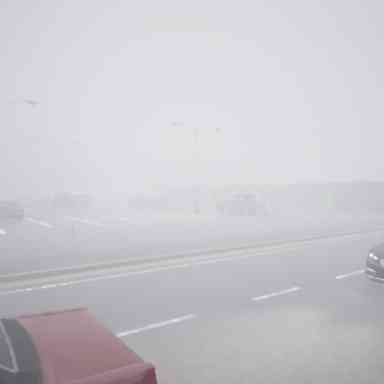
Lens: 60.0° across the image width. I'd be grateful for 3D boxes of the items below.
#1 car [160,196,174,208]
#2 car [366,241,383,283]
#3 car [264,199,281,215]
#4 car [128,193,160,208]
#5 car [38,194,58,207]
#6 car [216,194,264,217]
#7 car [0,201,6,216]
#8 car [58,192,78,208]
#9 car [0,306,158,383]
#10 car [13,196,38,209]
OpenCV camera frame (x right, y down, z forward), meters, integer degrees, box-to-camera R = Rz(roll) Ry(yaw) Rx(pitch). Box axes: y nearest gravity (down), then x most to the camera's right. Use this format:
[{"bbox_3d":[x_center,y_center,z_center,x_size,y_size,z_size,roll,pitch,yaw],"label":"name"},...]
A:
[{"bbox_3d":[-4.139,1.310,44.753,1.784,1.438,3.905,0,0,-37],"label":"car"},{"bbox_3d":[6.309,1.479,8.411,4.902,1.511,2.128,0,0,-35],"label":"car"},{"bbox_3d":[6.267,1.356,30.723,1.970,1.475,3.806,0,0,-37],"label":"car"},{"bbox_3d":[-6.505,1.103,43.081,1.932,1.855,4.605,0,0,-37],"label":"car"},{"bbox_3d":[-22.054,1.309,50.250,1.784,1.438,3.905,0,0,-37],"label":"car"},{"bbox_3d":[3.933,1.119,29.010,1.905,1.878,3.866,0,0,-37],"label":"car"},{"bbox_3d":[-20.035,1.362,32.957,1.970,1.475,3.806,0,0,-37],"label":"car"},{"bbox_3d":[-19.927,1.096,51.886,1.932,1.855,4.605,0,0,-37],"label":"car"},{"bbox_3d":[-2.680,1.599,2.059,4.718,1.301,1.895,0,0,-35],"label":"car"},{"bbox_3d":[-24.381,1.344,48.528,1.970,1.475,3.806,0,0,-37],"label":"car"}]
